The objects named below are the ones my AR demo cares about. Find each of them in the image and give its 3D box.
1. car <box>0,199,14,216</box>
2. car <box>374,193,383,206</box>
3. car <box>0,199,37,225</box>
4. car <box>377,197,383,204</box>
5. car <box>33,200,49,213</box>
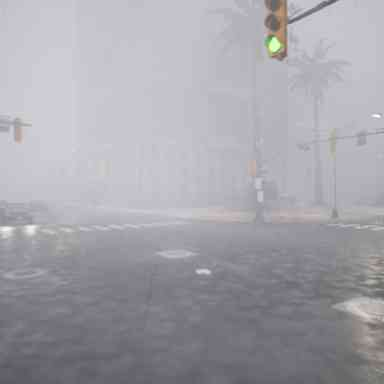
[{"bbox_3d":[-19.165,1.504,33.122,1.837,1.490,4.892,0,0,-36],"label":"car"},{"bbox_3d":[30.302,1.230,51.018,2.150,2.045,5.566,0,0,0],"label":"car"},{"bbox_3d":[-13.089,1.526,24.643,1.812,1.442,4.674,0,0,-36],"label":"car"},{"bbox_3d":[36.252,1.544,60.374,1.895,1.301,4.718,0,0,-13],"label":"car"},{"bbox_3d":[-17.302,1.548,36.875,2.033,1.411,5.357,0,0,-35],"label":"car"}]
